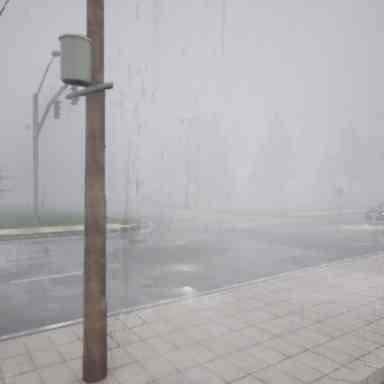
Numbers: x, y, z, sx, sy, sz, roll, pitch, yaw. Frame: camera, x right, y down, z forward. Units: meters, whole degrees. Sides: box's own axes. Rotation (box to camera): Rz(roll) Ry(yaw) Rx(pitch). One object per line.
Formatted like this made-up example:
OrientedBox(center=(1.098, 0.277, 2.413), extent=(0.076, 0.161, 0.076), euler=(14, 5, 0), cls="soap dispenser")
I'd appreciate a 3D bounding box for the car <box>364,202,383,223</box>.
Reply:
OrientedBox(center=(14.814, 1.531, 24.991), extent=(4.902, 1.511, 2.128), euler=(0, 0, -37), cls="car")
